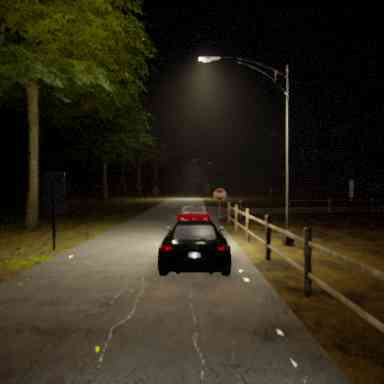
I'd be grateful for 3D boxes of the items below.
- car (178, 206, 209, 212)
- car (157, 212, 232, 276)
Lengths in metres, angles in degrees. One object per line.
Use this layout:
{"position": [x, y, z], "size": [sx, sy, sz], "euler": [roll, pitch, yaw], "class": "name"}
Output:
{"position": [0.100, 1.487, 20.411], "size": [1.895, 1.301, 4.718], "euler": [0, 1, 0], "class": "car"}
{"position": [0.092, 1.527, 10.249], "size": [1.994, 1.385, 4.181], "euler": [0, 0, 1], "class": "car"}
